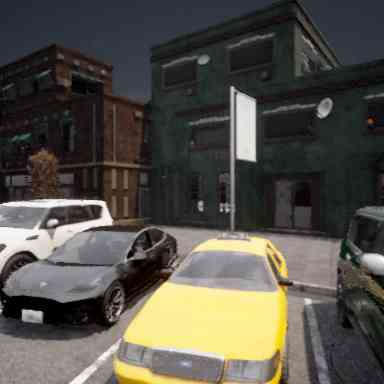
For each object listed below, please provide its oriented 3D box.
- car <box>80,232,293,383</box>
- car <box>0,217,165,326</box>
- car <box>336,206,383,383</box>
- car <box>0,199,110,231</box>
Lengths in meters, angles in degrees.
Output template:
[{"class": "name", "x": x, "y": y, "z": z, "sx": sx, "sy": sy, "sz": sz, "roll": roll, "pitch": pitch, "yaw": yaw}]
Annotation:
[{"class": "car", "x": 0.630, "y": 1.481, "z": 5.459, "sx": 1.946, "sy": 1.575, "sz": 5.366, "roll": 1, "pitch": -1, "yaw": 16}, {"class": "car", "x": -1.772, "y": 1.517, "z": 7.358, "sx": 2.163, "sy": 1.488, "sz": 4.792, "roll": 1, "pitch": -1, "yaw": 16}, {"class": "car", "x": 3.129, "y": 1.234, "z": 3.870, "sx": 2.435, "sy": 2.045, "sz": 5.566, "roll": 1, "pitch": -1, "yaw": 15}, {"class": "car", "x": -4.208, "y": 1.238, "z": 9.111, "sx": 2.435, "sy": 2.045, "sz": 5.566, "roll": 1, "pitch": -1, "yaw": 16}]
